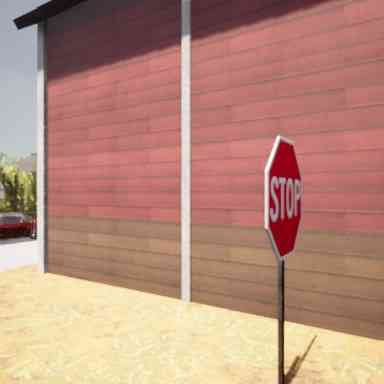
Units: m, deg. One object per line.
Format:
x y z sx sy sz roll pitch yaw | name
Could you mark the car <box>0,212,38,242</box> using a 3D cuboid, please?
-8.642 1.608 14.697 1.895 1.301 4.718 0 0 32 | car
